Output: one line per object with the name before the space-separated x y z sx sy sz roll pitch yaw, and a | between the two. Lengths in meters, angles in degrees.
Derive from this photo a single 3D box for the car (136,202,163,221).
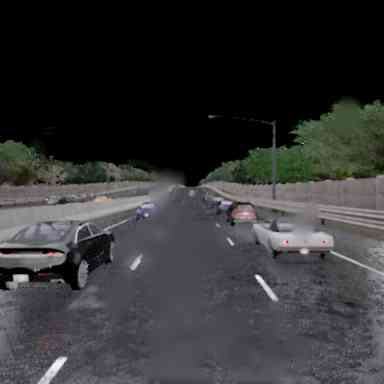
car | -3.398 1.552 27.221 1.812 1.442 4.674 0 0 0

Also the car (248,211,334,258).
car | 3.601 1.616 12.838 1.895 1.301 4.718 0 0 0

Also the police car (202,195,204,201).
police car | 3.503 1.391 67.882 2.038 1.542 4.974 0 1 0

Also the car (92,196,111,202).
car | -14.062 1.442 51.916 1.882 1.535 5.008 0 0 0

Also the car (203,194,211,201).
car | 3.503 1.210 78.871 1.837 1.490 4.892 0 1 0

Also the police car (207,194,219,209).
police car | 3.502 1.412 45.990 1.930 1.638 5.238 0 0 0

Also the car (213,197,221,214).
car | 3.501 1.546 34.878 1.812 1.442 4.674 0 0 0

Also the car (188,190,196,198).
car | 0.004 0.874 89.024 2.128 1.511 4.902 0 2 0

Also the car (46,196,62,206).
car | -21.055 1.456 51.889 2.128 1.511 4.902 0 0 0

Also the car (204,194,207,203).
car | 3.502 1.450 56.884 1.837 1.490 4.892 0 0 0

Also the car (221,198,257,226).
car | 3.501 1.458 23.877 2.033 1.649 4.856 0 0 0

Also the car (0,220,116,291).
car | -3.399 1.502 9.030 2.128 1.511 4.902 0 0 0

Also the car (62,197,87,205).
car | -17.562 1.570 50.560 1.895 1.301 4.718 0 0 0
